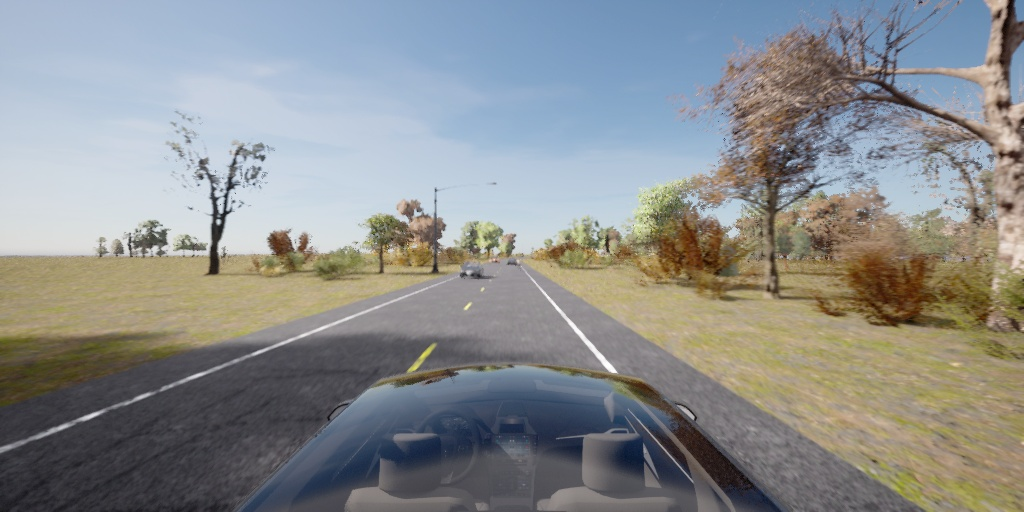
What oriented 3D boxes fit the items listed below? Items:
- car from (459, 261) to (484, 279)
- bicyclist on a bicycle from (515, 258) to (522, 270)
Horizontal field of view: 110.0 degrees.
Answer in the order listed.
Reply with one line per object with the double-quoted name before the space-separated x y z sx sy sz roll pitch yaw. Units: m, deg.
"car" -3.587 1.242 32.645 2.128 1.511 4.902 0 0 0
"bicyclist on a bicycle" 0.939 1.174 47.130 0.866 1.612 1.509 0 0 0
